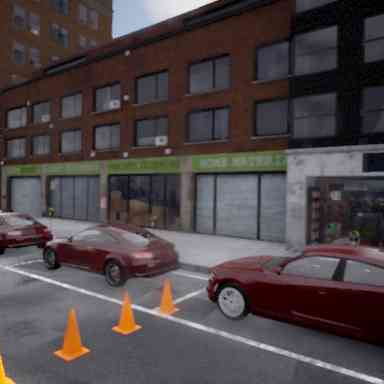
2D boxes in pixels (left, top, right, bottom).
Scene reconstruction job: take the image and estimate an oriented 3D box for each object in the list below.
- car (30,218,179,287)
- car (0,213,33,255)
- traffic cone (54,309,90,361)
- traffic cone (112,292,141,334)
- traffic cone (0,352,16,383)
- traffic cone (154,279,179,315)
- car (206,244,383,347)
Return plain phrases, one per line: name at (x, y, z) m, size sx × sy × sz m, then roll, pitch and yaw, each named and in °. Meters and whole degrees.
car at (-2.252, 1.490, 8.854) m, size 4.206 × 1.307 × 1.802 m, roll 1°, pitch 1°, yaw 36°
car at (-6.839, 1.401, 12.171) m, size 4.206 × 1.307 × 1.802 m, roll 1°, pitch 1°, yaw 36°
traffic cone at (-1.638, 1.903, 4.547) m, size 0.340 × 0.580 × 0.340 m, roll 1°, pitch 1°, yaw 36°
traffic cone at (-1.053, 1.905, 5.357) m, size 0.340 × 0.580 × 0.340 m, roll 1°, pitch 1°, yaw 36°
traffic cone at (-2.225, 1.900, 3.736) m, size 0.340 × 0.580 × 0.340 m, roll 1°, pitch 1°, yaw 36°
traffic cone at (-0.467, 1.908, 6.168) m, size 0.340 × 0.580 × 0.340 m, roll 1°, pitch 1°, yaw 36°
car at (2.335, 1.540, 5.538) m, size 4.507 × 1.381 × 1.887 m, roll 1°, pitch 1°, yaw 36°
